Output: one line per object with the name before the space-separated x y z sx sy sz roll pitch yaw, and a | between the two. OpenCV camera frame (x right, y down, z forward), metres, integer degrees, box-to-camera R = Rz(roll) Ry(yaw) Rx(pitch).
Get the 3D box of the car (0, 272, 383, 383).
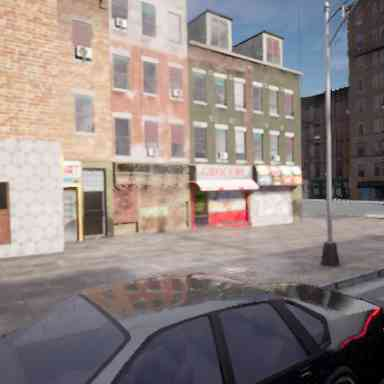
car | -0.299 1.543 2.855 5.357 1.411 2.033 0 0 -35
